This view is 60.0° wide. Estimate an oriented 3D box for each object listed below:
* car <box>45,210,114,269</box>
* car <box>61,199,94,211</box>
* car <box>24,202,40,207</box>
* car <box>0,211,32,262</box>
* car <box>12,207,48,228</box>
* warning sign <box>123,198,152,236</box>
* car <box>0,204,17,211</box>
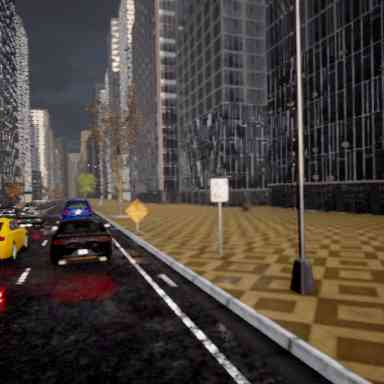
[{"bbox_3d":[-4.018,1.653,12.179,1.882,1.535,5.008,-2,0,-19],"label":"car"},{"bbox_3d":[-8.913,1.605,25.983,2.150,2.045,5.566,-2,0,-19],"label":"car"},{"bbox_3d":[-25.331,2.334,52.648,2.097,1.767,4.553,-2,0,-19],"label":"car"},{"bbox_3d":[-7.730,1.762,12.986,1.882,1.535,5.008,-2,0,-19],"label":"car"},{"bbox_3d":[-12.150,2.073,25.437,1.895,1.301,4.718,-2,0,-19],"label":"car"},{"bbox_3d":[-2.864,1.283,17.370,1.300,1.860,1.060,-1,0,-20],"label":"warning sign"},{"bbox_3d":[-28.343,2.567,51.440,1.837,1.490,4.892,-2,0,-19],"label":"car"}]
